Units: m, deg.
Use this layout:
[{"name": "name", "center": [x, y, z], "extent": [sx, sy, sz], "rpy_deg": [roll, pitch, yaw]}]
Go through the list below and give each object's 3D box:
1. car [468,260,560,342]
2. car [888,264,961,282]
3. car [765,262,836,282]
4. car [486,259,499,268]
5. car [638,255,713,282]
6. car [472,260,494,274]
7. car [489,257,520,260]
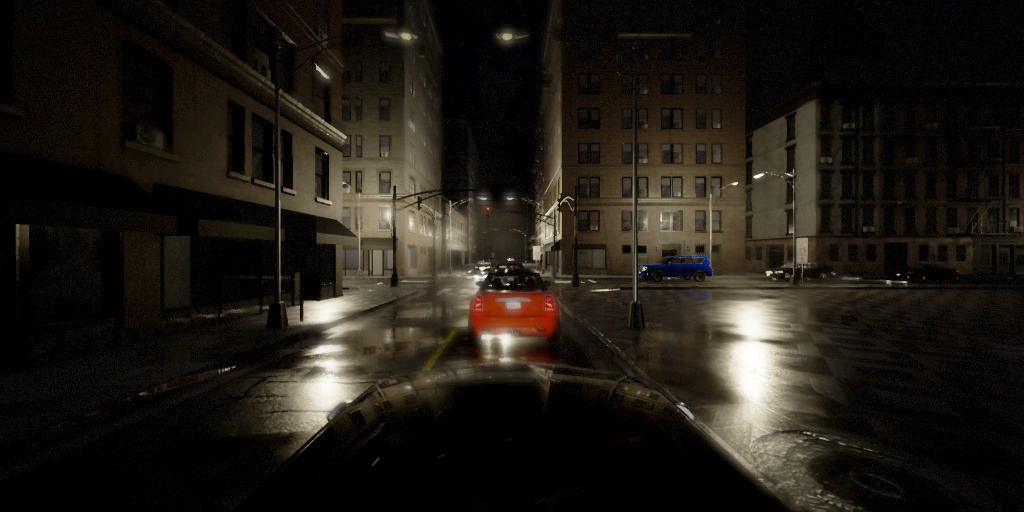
[{"name": "car", "center": [0.048, 1.102, 9.941], "extent": [2.097, 1.767, 4.553], "rpy_deg": [0, 0, 0]}, {"name": "car", "center": [33.037, 1.319, 28.807], "extent": [4.181, 1.385, 1.994], "rpy_deg": [0, 0, 0]}, {"name": "car", "center": [22.982, 1.246, 28.725], "extent": [4.902, 1.511, 2.128], "rpy_deg": [0, 0, -1]}, {"name": "car", "center": [-3.273, 1.293, 61.774], "extent": [2.033, 1.411, 5.357], "rpy_deg": [0, 0, 0]}, {"name": "car", "center": [12.961, 0.974, 28.621], "extent": [5.566, 2.045, 2.150], "rpy_deg": [0, 0, -1]}, {"name": "car", "center": [-3.224, 1.238, 41.255], "extent": [2.128, 1.511, 4.902], "rpy_deg": [0, 0, 0]}, {"name": "car", "center": [-0.183, 1.101, 18.861], "extent": [2.097, 1.767, 4.553], "rpy_deg": [0, 0, -3]}]
